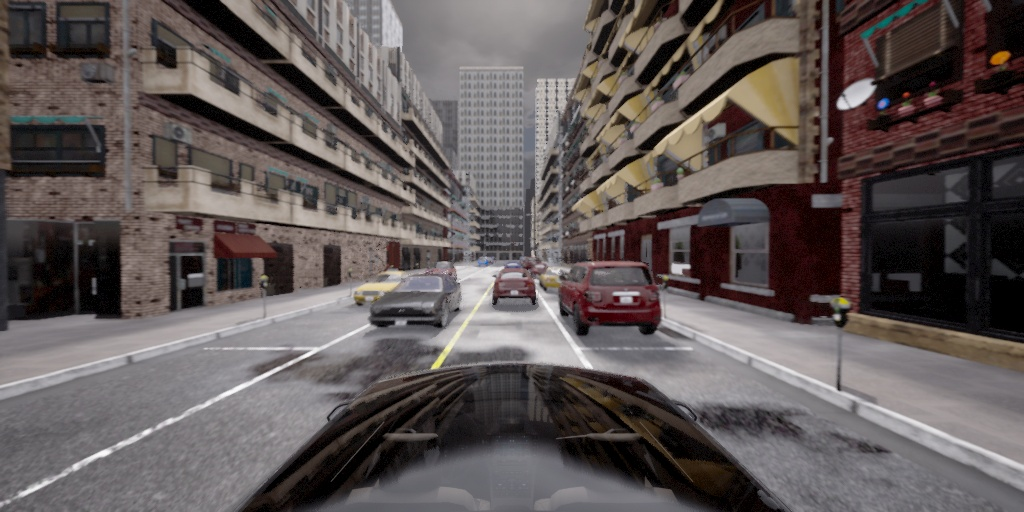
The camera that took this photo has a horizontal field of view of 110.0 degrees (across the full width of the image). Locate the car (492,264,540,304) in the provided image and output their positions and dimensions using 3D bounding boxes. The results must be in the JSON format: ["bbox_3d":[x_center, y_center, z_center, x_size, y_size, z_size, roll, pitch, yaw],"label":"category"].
[{"bbox_3d":[0.096,1.269,16.301,1.812,1.442,4.674,0,0,0],"label":"car"}]

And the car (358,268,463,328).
[{"bbox_3d":[-2.755,1.293,11.620,2.033,1.411,5.357,0,0,0],"label":"car"}]

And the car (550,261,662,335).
[{"bbox_3d":[2.570,1.061,10.411,2.192,1.841,5.009,0,0,0],"label":"car"}]

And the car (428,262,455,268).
[{"bbox_3d":[-5.300,1.177,27.042,1.967,1.591,4.097,0,0,0],"label":"car"}]

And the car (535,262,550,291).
[{"bbox_3d":[2.577,1.266,21.678,1.751,1.417,4.829,0,0,0],"label":"car"}]

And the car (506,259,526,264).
[{"bbox_3d":[0.120,1.258,35.654,1.812,1.442,4.674,0,0,0],"label":"car"}]

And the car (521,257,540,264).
[{"bbox_3d":[2.590,1.042,43.704,2.192,1.841,5.009,0,0,0],"label":"car"}]

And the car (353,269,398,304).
[{"bbox_3d":[-5.307,1.269,15.774,1.751,1.417,4.829,0,0,0],"label":"car"}]

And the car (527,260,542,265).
[{"bbox_3d":[2.584,1.316,32.607,1.802,1.307,4.207,0,0,0],"label":"car"}]
